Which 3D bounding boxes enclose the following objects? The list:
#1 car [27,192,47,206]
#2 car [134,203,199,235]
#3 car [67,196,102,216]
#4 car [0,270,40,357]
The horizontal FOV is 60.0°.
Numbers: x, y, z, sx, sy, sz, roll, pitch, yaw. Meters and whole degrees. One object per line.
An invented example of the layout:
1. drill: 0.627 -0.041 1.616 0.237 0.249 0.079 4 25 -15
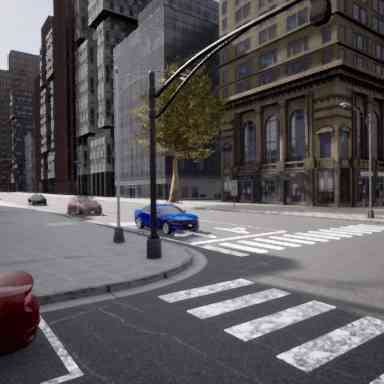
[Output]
1. car: -22.085 1.140 47.431 1.882 1.535 5.008 -1 1 -36
2. car: -1.560 1.421 19.009 1.882 1.535 5.008 -1 1 -36
3. car: -9.892 1.179 30.483 2.097 1.767 4.553 -1 1 -36
4. car: -4.157 1.545 3.672 4.507 1.381 1.887 0 -1 -36
